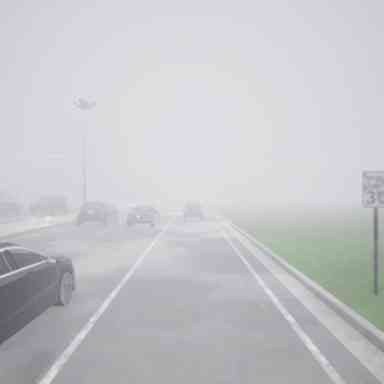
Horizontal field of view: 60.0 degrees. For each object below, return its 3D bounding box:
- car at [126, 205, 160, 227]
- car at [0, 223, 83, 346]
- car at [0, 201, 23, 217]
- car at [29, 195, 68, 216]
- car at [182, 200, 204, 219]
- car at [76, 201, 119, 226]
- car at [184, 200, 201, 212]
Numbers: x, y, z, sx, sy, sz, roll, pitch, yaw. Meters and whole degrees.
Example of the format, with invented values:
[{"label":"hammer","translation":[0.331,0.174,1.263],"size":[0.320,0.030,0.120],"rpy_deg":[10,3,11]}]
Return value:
[{"label":"car","translation":[-3.388,1.647,23.687],"size":[2.033,1.411,5.357],"rpy_deg":[0,0,0]},{"label":"car","translation":[-3.388,1.513,5.143],"size":[2.128,1.511,4.902],"rpy_deg":[0,0,0]},{"label":"car","translation":[-18.525,1.640,32.639],"size":[1.837,1.490,4.892],"rpy_deg":[0,-1,1]},{"label":"car","translation":[-14.997,1.371,35.221],"size":[2.150,2.045,5.566],"rpy_deg":[0,-1,0]},{"label":"car","translation":[0.115,1.675,30.105],"size":[2.033,1.411,5.357],"rpy_deg":[0,0,0]},{"label":"car","translation":[-6.887,1.455,24.744],"size":[2.097,1.767,4.553],"rpy_deg":[0,0,0]},{"label":"car","translation":[0.041,1.724,41.938],"size":[2.033,1.411,5.357],"rpy_deg":[0,0,0]}]
